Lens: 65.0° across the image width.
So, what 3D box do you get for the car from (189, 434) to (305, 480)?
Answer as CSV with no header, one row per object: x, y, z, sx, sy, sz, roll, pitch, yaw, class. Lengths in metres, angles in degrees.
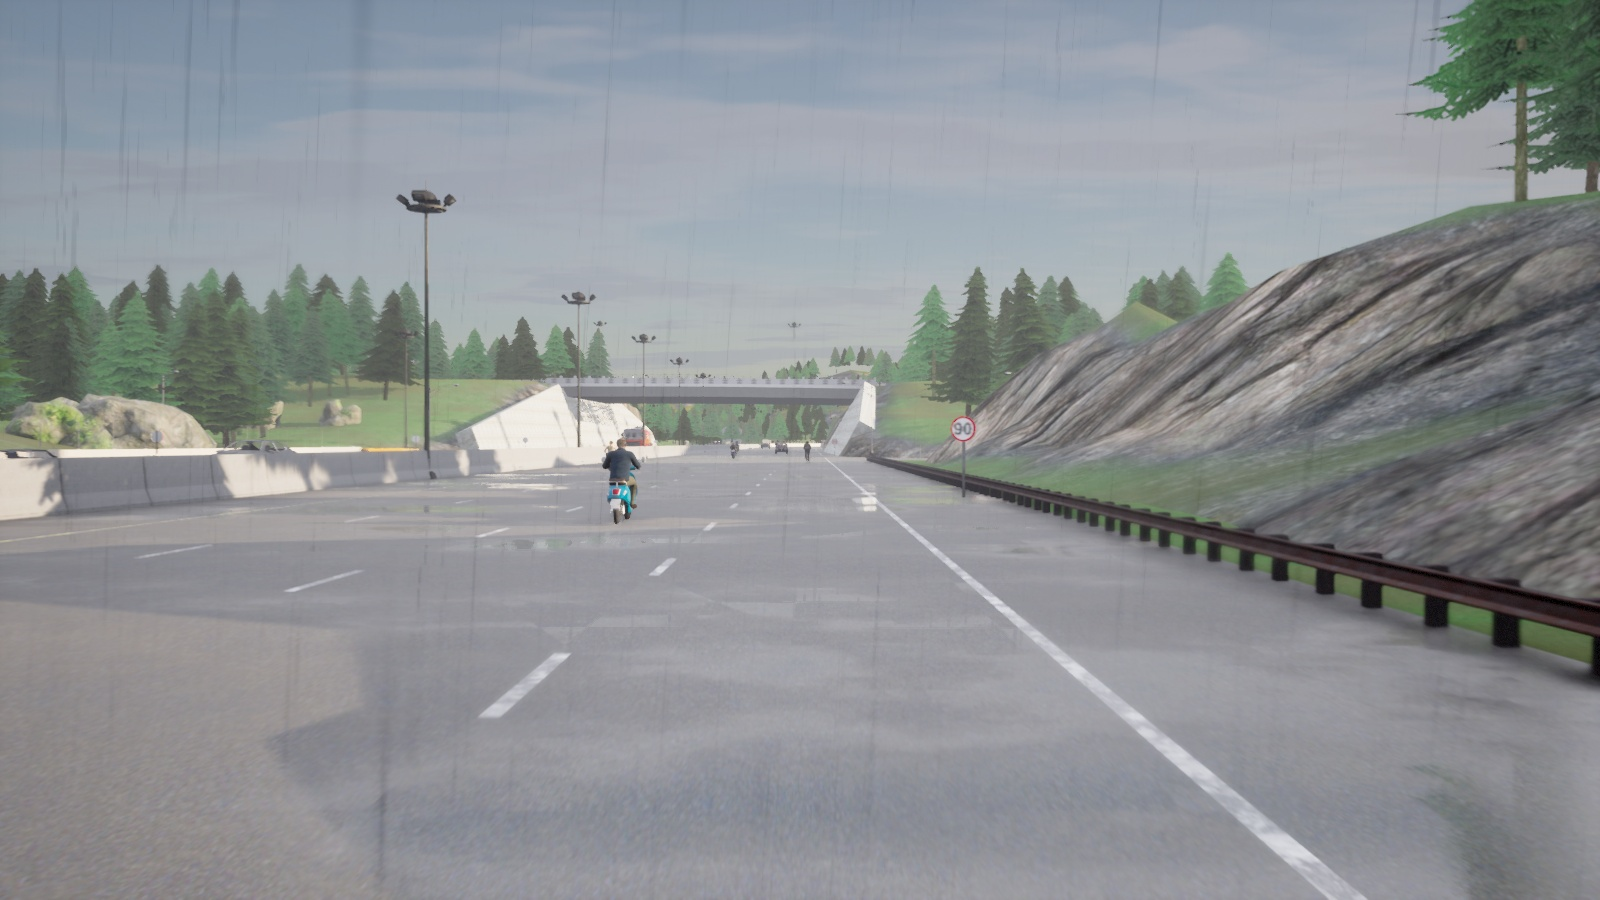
-20.715,0.242,47.318,2.152,1.651,5.027,0,0,0,car

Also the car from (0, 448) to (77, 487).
-27.734,0.576,44.148,1.895,1.301,4.718,0,0,0,car

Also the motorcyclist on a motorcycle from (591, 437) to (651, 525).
-3.350,0.564,23.640,0.866,1.590,1.817,0,0,0,motorcyclist on a motorcycle
